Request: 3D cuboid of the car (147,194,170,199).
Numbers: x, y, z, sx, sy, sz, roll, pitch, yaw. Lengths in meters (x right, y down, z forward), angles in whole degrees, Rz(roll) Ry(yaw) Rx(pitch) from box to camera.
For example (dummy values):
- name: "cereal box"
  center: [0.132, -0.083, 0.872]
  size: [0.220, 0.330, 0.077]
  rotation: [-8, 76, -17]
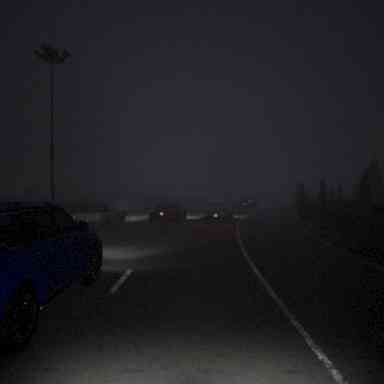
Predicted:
- name: "car"
  center: [-5.570, 1.125, 55.572]
  size: [1.882, 1.535, 5.008]
  rotation: [0, 0, 28]

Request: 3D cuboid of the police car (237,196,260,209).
- name: "police car"
  center: [6.954, 1.243, 40.541]
  size: [2.038, 1.542, 4.974]
  rotation: [0, 0, 22]

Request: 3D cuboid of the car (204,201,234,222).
- name: "car"
  center: [2.063, 1.366, 24.871]
  size: [1.812, 1.442, 4.674]
  rotation: [0, 0, 11]

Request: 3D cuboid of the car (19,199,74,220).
- name: "car"
  center: [-11.849, 1.349, 27.467]
  size: [1.812, 1.442, 4.674]
  rotation: [0, 0, 12]

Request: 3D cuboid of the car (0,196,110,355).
- name: "car"
  center: [-3.374, 1.181, 6.174]
  size: [2.150, 2.045, 5.566]
  rotation: [0, 0, 1]

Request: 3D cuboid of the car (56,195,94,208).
- name: "car"
  center: [-14.910, 1.203, 42.657]
  size: [1.882, 1.535, 5.008]
  rotation: [0, 0, 20]

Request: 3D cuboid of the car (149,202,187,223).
- name: "car"
  center: [-1.644, 1.409, 24.014]
  size: [1.994, 1.385, 4.181]
  rotation: [0, 0, 10]

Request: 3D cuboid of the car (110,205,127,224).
- name: "car"
  center: [-5.733, 1.464, 21.172]
  size: [1.895, 1.301, 4.718]
  rotation: [0, 0, 8]
